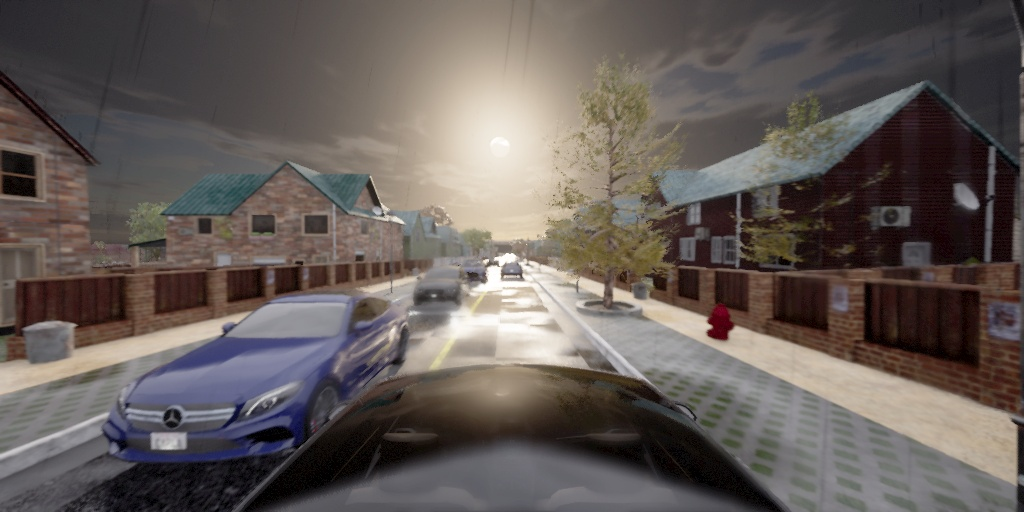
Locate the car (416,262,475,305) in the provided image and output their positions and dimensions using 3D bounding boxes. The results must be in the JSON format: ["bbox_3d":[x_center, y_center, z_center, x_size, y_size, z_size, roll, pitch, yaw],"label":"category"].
[{"bbox_3d":[-2.895,1.206,15.660,1.837,1.490,4.892,0,0,0],"label":"car"}]

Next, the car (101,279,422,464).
[{"bbox_3d":[-2.859,1.267,5.299,1.812,1.442,4.674,0,0,0],"label":"car"}]

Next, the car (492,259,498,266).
[{"bbox_3d":[-3.037,1.143,59.396,1.895,1.301,4.718,0,0,0],"label":"car"}]

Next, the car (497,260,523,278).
[{"bbox_3d":[-0.023,1.196,32.081,1.994,1.385,4.181,0,0,0],"label":"car"}]

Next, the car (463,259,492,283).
[{"bbox_3d":[-2.896,1.010,26.571,2.097,1.767,4.553,0,0,0],"label":"car"}]
